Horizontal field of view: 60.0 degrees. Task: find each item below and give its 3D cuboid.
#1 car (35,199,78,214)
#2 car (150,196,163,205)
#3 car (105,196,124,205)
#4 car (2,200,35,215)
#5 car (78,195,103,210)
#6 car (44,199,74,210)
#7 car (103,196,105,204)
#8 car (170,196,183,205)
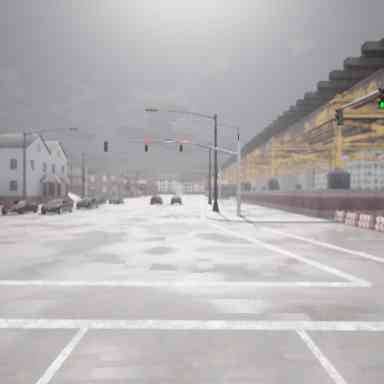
[{"bbox_3d":[-13.925,1.490,34.600,1.837,1.490,4.892,0,0,1],"label":"car"},{"bbox_3d":[-6.251,1.453,59.108,1.882,1.535,5.008,0,0,1],"label":"car"},{"bbox_3d":[-13.329,1.501,58.643,1.812,1.442,4.674,0,0,2],"label":"car"},{"bbox_3d":[-17.440,1.511,34.097,1.812,1.442,4.674,0,0,1],"label":"car"},{"bbox_3d":[-13.703,1.486,43.851,1.837,1.490,4.892,0,0,1],"label":"car"},{"bbox_3d":[-17.220,1.582,43.189,1.895,1.301,4.718,0,0,1],"label":"car"},{"bbox_3d":[-16.818,1.327,58.830,2.097,1.767,4.553,0,0,2],"label":"car"},{"bbox_3d":[-2.752,1.480,59.025,1.837,1.490,4.892,0,0,1],"label":"car"}]
